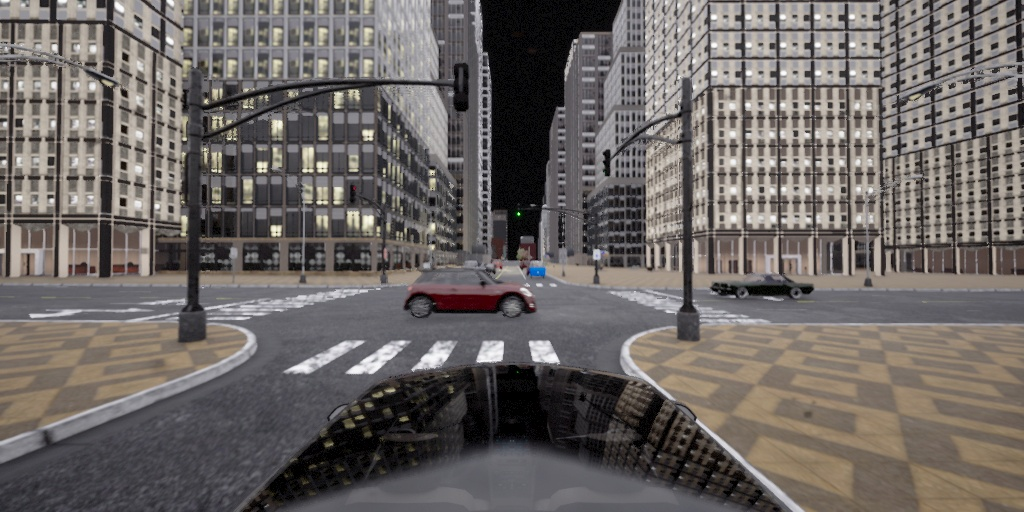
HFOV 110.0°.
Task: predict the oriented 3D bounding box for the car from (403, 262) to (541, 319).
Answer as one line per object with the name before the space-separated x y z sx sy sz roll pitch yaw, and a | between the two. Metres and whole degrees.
car | -1.423 1.222 12.840 4.553 1.767 2.097 0 -1 -1

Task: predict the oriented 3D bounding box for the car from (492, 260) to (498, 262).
car | -3.151 1.716 48.569 1.882 1.535 5.008 0 0 0

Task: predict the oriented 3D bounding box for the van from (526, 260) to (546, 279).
van | 2.705 1.478 38.824 1.690 1.789 3.998 0 0 0

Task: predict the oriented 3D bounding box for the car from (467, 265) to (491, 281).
car | -3.211 1.665 35.398 1.994 1.385 4.181 0 -1 0

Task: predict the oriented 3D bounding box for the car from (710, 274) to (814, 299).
car | 13.596 1.657 19.735 4.718 1.301 1.895 0 -1 -2
